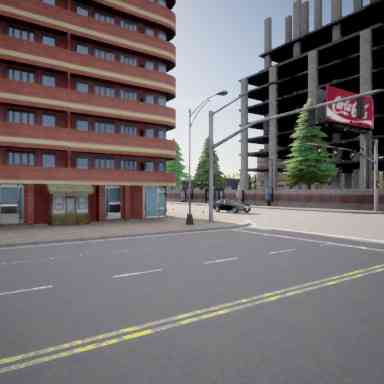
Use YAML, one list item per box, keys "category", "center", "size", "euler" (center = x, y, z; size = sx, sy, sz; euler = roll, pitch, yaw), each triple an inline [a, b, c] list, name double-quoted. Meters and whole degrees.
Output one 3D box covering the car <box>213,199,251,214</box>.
- category: "car"
  center: [4.230, 1.491, 35.918]
  size: [2.128, 1.511, 4.902]
  euler: [0, 0, -35]
